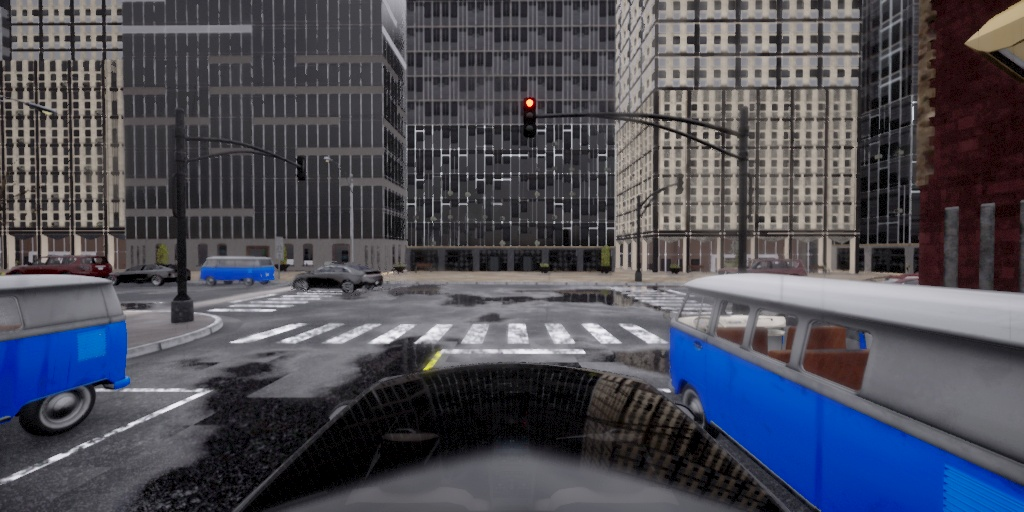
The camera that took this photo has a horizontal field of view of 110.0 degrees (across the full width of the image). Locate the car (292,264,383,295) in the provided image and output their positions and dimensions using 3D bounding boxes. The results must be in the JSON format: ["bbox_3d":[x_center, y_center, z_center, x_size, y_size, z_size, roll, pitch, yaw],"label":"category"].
[{"bbox_3d":[-9.359,1.174,19.235,4.902,1.511,2.128,0,0,15],"label":"car"}]

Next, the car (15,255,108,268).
[{"bbox_3d":[-28.141,0.865,22.473,5.009,1.841,2.192,0,0,1],"label":"car"}]

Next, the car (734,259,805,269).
[{"bbox_3d":[15.292,1.079,22.083,5.009,1.841,2.192,0,0,1],"label":"car"}]

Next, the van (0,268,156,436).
[{"bbox_3d":[-5.690,1.090,2.836,1.690,1.789,3.998,0,0,0],"label":"van"}]

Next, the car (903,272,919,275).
[{"bbox_3d":[15.216,1.431,13.704,4.507,1.381,1.888,0,0,1],"label":"car"}]

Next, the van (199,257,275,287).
[{"bbox_3d":[-17.096,0.941,22.374,3.998,1.789,1.690,0,0,1],"label":"van"}]

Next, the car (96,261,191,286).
[{"bbox_3d":[-22.618,1.141,22.423,4.313,1.339,1.948,0,0,1],"label":"car"}]

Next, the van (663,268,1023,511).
[{"bbox_3d":[2.691,1.090,2.782,1.690,1.789,3.998,0,0,0],"label":"van"}]

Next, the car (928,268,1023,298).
[{"bbox_3d":[25.761,1.422,19.386,4.181,1.385,1.994,0,1,1],"label":"car"}]
